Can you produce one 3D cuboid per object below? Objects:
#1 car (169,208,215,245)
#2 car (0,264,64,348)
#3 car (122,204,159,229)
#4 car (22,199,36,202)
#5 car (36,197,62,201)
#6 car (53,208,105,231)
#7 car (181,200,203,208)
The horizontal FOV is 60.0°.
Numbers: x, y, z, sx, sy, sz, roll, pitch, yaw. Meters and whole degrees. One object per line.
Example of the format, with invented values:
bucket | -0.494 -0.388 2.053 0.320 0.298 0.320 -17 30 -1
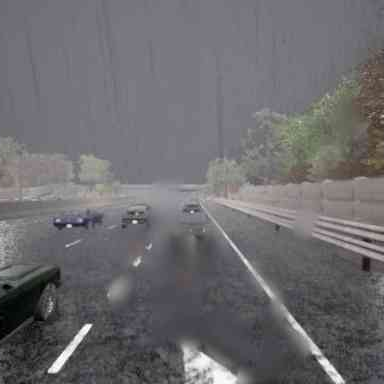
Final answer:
car | 0.001 1.630 15.682 1.895 1.301 4.718 0 0 0
car | -3.399 1.608 4.317 1.895 1.301 4.718 0 0 0
car | -3.397 1.551 22.160 1.837 1.490 4.892 0 0 0
car | -24.538 1.747 49.865 1.895 1.301 4.718 0 0 1
car | -21.045 1.499 50.078 2.097 1.767 4.553 0 0 1
car | -6.897 1.643 20.948 1.895 1.301 4.718 0 0 0
car | 0.001 1.587 33.197 1.837 1.490 4.892 0 0 0
